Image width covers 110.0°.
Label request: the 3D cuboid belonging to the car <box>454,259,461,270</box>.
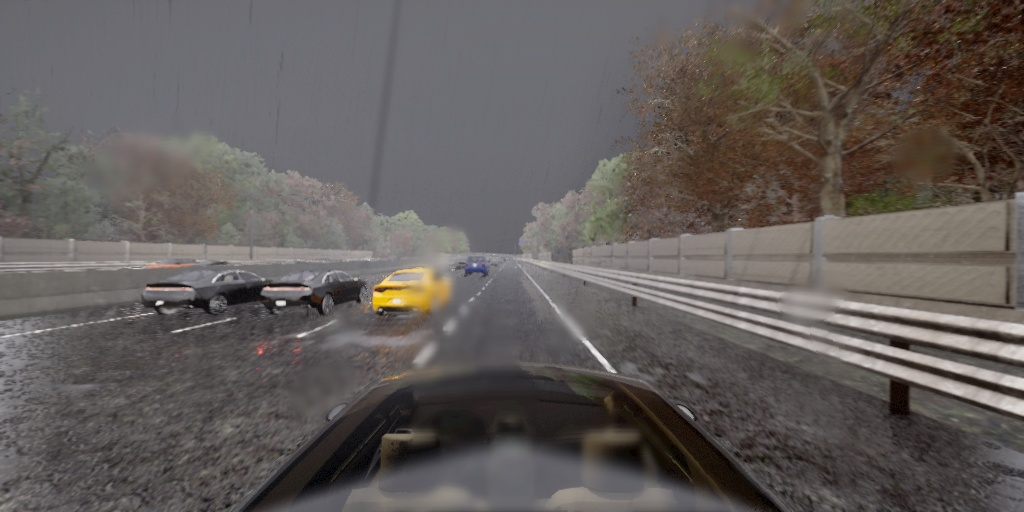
[{"bbox_3d":[-7.038,1.322,52.436,1.837,1.490,4.892,0,0,0],"label":"car"}]

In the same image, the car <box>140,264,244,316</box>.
[{"bbox_3d":[-10.507,1.210,13.134,2.128,1.511,4.902,0,0,0],"label":"car"}]

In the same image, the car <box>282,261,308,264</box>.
[{"bbox_3d":[-21.045,1.215,34.519,1.837,1.490,4.892,0,-1,0],"label":"car"}]

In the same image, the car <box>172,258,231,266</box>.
[{"bbox_3d":[-28.040,1.175,33.263,1.837,1.490,4.892,0,-1,0],"label":"car"}]

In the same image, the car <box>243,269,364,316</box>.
[{"bbox_3d":[-7.008,1.229,13.302,2.128,1.511,4.902,0,0,0],"label":"car"}]

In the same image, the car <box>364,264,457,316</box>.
[{"bbox_3d":[-3.508,1.233,13.444,1.882,1.535,5.008,0,0,0],"label":"car"}]

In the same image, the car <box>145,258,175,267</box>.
[{"bbox_3d":[-31.541,1.002,33.392,2.097,1.767,4.553,0,0,0],"label":"car"}]

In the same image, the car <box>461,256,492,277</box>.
[{"bbox_3d":[-3.524,1.024,36.652,2.150,2.045,5.566,0,0,0],"label":"car"}]
